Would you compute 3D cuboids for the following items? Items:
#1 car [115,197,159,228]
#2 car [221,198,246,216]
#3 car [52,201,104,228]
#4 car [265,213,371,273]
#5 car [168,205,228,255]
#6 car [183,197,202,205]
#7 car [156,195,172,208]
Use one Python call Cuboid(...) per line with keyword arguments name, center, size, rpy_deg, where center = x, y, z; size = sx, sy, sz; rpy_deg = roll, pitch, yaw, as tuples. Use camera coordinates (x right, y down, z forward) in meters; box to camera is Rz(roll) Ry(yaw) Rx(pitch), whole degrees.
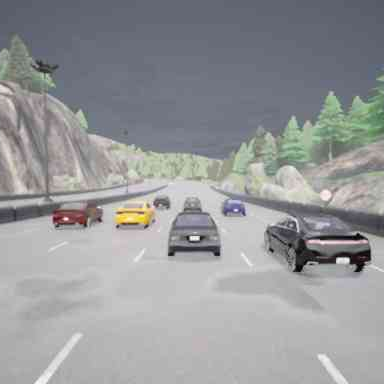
Cuboid(name="car", center=(-3.427, 1.306, 20.774), size=(1.882, 1.535, 5.008), rpy_deg=(0, 1, 0))
Cuboid(name="car", center=(3.560, 1.279, 29.252), size=(1.812, 1.442, 4.674), rpy_deg=(0, 1, 0))
Cuboid(name="car", center=(-6.928, 1.307, 20.732), size=(1.882, 1.535, 5.008), rpy_deg=(0, 0, 0))
Cuboid(name="car", center=(3.587, 1.403, 10.335), size=(2.128, 1.511, 4.902), rpy_deg=(0, 0, 0))
Cuboid(name="car", center=(0.076, 1.441, 12.707), size=(2.033, 1.411, 5.357), rpy_deg=(0, 0, 0))
Cuboid(name="car", center=(0.054, 1.257, 33.896), size=(2.033, 1.411, 5.357), rpy_deg=(0, 1, 0))
Cuboid(name="car", center=(-3.454, 1.156, 39.148), size=(1.837, 1.490, 4.892), rpy_deg=(0, 1, 0))
